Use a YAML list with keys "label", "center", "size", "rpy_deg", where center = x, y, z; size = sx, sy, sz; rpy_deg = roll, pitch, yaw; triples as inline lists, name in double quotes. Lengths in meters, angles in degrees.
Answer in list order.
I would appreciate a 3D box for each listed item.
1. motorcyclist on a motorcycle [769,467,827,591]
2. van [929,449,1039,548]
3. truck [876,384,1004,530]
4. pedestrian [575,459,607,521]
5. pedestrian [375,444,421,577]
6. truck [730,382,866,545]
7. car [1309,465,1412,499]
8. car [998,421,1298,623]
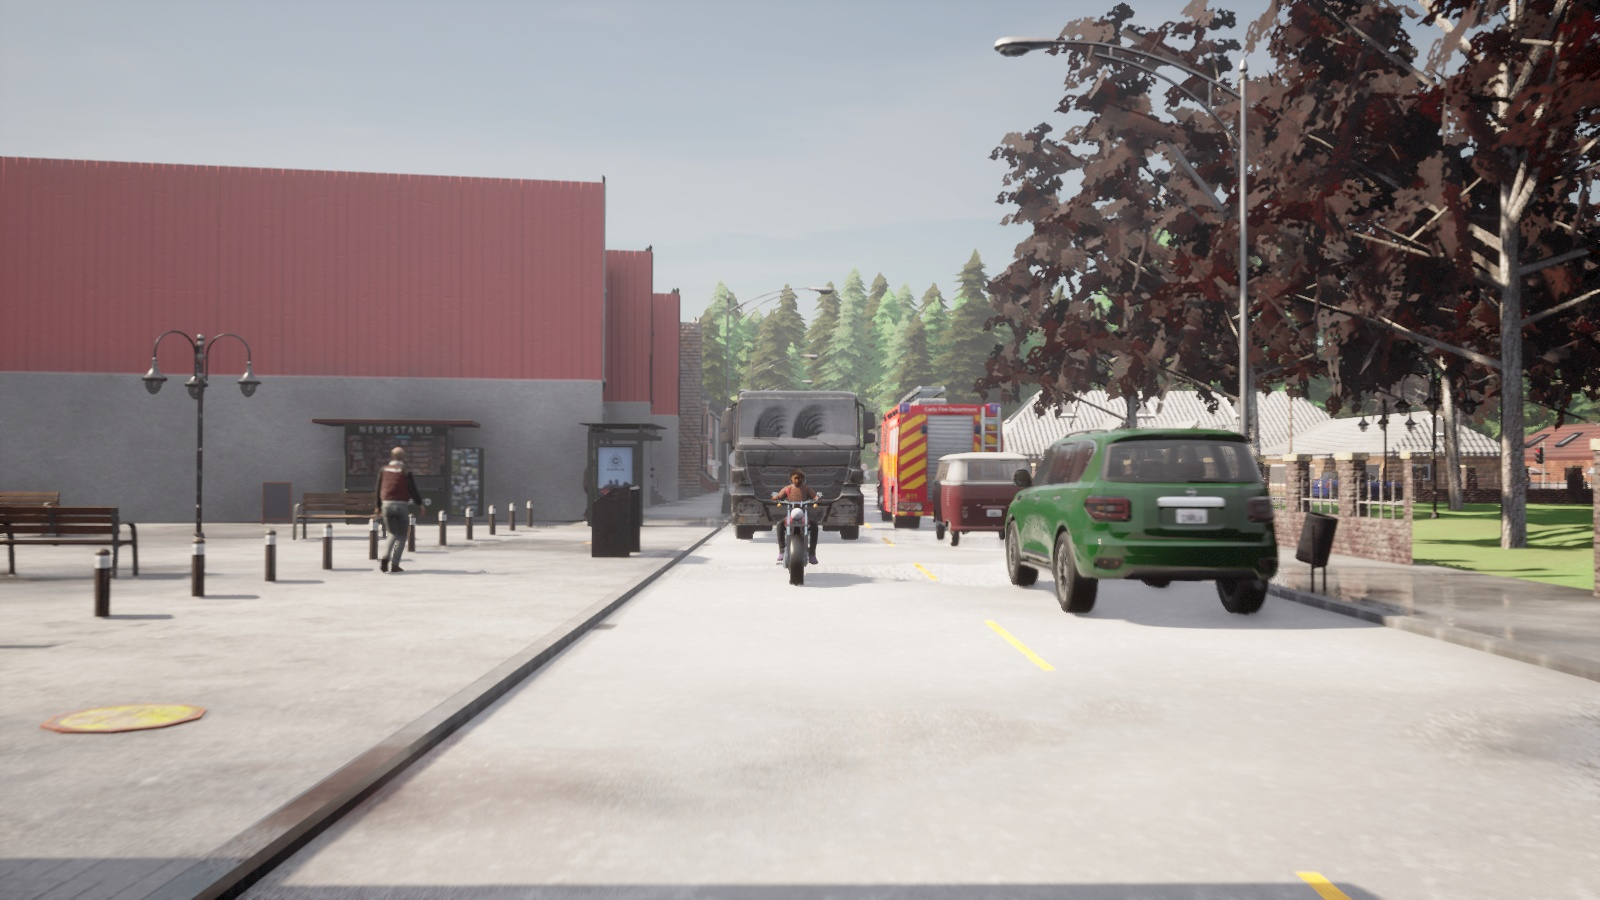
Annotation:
- label: "motorcyclist on a motorcycle"
  center: [-0.031, 1.065, 17.886]
  size: [0.766, 1.649, 2.350]
  rpy_deg: [0, -1, 0]
- label: "van"
  center: [3.957, 1.016, 27.696]
  size: [1.775, 1.987, 4.442]
  rpy_deg: [0, -1, 0]
- label: "truck"
  center: [3.945, 0.259, 37.340]
  size: [2.891, 3.827, 8.468]
  rpy_deg: [0, -1, 0]
- label: "pedestrian"
  center: [-6.185, 1.172, 37.217]
  size: [0.869, 1.805, 0.328]
  rpy_deg: [0, -1, -33]
- label: "pedestrian"
  center: [-5.686, 0.845, 17.796]
  size: [0.376, 1.854, 0.720]
  rpy_deg: [0, -1, 4]
- label: "truck"
  center: [-0.048, 0.348, 30.758]
  size: [2.891, 3.462, 7.936]
  rpy_deg: [0, -1, 0]
- label: "car"
  center: [29.961, 1.678, 67.180]
  size: [4.553, 1.767, 2.097]
  rpy_deg: [0, -1, -2]
- label: "car"
  center: [3.970, 0.778, 15.532]
  size: [2.150, 2.045, 5.566]
  rpy_deg: [0, -1, 0]
